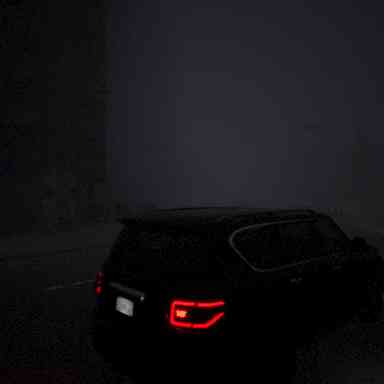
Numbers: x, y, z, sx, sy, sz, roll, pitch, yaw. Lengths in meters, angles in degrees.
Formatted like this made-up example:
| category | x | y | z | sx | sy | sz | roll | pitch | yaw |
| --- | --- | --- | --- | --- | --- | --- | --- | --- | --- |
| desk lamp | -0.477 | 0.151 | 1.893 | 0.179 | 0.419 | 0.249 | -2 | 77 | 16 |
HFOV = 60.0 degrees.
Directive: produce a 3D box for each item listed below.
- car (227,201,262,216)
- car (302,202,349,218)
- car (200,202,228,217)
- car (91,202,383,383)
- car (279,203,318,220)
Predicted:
| category | x | y | z | sx | sy | sz | roll | pitch | yaw |
| --- | --- | --- | --- | --- | --- | --- | --- | --- | --- |
| car | 5.676 | 1.797 | 36.774 | 2.033 | 1.411 | 5.357 | 0 | 0 | -13 |
| car | 13.245 | 1.743 | 33.400 | 2.033 | 1.411 | 5.357 | 0 | 0 | -8 |
| car | 2.260 | 1.815 | 36.014 | 1.812 | 1.442 | 4.674 | 0 | 0 | -13 |
| car | 1.211 | 1.258 | 5.281 | 5.566 | 2.045 | 2.150 | 0 | 0 | -45 |
| car | 9.969 | 1.757 | 31.353 | 1.994 | 1.385 | 4.181 | 0 | 0 | -6 |
